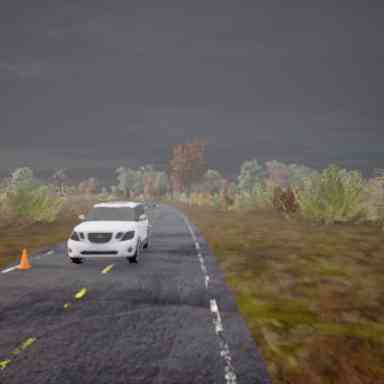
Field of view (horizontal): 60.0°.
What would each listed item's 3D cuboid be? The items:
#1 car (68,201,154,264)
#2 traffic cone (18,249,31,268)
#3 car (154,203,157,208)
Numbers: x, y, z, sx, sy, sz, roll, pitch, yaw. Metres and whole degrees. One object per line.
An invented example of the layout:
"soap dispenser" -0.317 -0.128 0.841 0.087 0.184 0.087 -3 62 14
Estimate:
"car" -2.907 1.401 12.877 2.150 2.045 5.566 0 -1 -2
"traffic cone" -5.331 2.106 10.603 0.340 0.580 0.340 0 -1 -1
"car" -7.998 2.500 64.076 1.895 1.301 4.718 0 -1 -17
